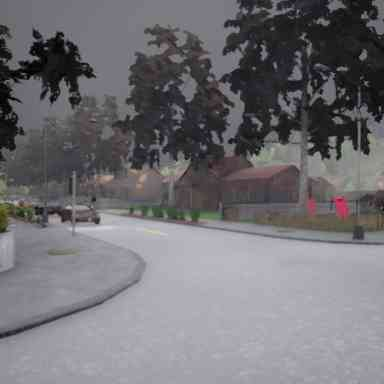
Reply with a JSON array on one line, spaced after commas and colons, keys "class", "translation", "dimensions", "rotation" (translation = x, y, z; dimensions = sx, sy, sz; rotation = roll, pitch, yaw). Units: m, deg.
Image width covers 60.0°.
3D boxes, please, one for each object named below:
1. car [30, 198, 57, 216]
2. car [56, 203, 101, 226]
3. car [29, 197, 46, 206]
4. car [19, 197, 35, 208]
[{"class": "car", "translation": [-13.822, 1.615, 32.200], "dimensions": [2.033, 1.411, 5.357], "rotation": [1, 0, -35]}, {"class": "car", "translation": [-8.244, 1.594, 24.394], "dimensions": [1.812, 1.442, 4.674], "rotation": [1, 0, -36]}, {"class": "car", "translation": [-26.843, 1.670, 57.655], "dimensions": [1.994, 1.385, 4.181], "rotation": [1, 0, -36]}, {"class": "car", "translation": [-19.490, 1.420, 40.178], "dimensions": [2.097, 1.767, 4.553], "rotation": [1, 0, -35]}]
